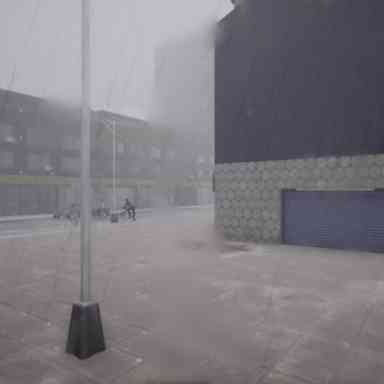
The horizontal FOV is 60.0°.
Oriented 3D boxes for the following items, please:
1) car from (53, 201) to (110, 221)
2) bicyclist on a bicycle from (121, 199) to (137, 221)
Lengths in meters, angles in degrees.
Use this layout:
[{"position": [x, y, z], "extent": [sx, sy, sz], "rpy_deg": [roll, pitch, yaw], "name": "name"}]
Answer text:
[{"position": [-9.184, 1.532, 27.946], "extent": [1.837, 1.490, 4.892], "rpy_deg": [0, 0, 36], "name": "car"}, {"position": [-4.626, 1.327, 24.250], "extent": [1.656, 1.620, 0.582], "rpy_deg": [0, 0, 36], "name": "bicyclist on a bicycle"}]
